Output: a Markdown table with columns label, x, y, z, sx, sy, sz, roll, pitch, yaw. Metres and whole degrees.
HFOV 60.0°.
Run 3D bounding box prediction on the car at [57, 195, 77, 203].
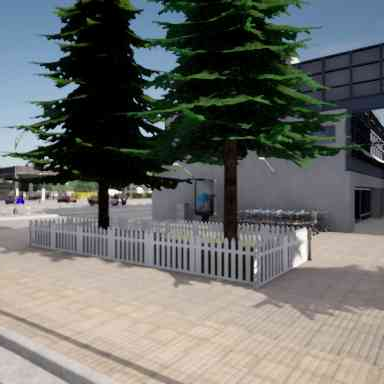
| label | x | y | z | sx | sy | sz | roll | pitch | yaw |
| --- | --- | --- | --- | --- | --- | --- | --- | --- | --- |
| car | -24.440 | 1.426 | 65.131 | 4.514 | 1.523 | 2.007 | 0 | 0 | 36 |

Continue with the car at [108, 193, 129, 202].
| label | x | y | z | sx | sy | sz | roll | pitch | yaw |
| --- | --- | --- | --- | --- | --- | --- | --- | --- | --- |
| car | -16.519 | 1.223 | 74.770 | 4.605 | 1.855 | 1.932 | 0 | 0 | 36 |

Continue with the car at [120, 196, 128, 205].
| label | x | y | z | sx | sy | sz | roll | pitch | yaw |
| --- | --- | --- | --- | --- | --- | --- | --- | --- | --- |
| car | -11.879 | 1.165 | 51.651 | 3.866 | 1.878 | 1.905 | 0 | 0 | 36 |

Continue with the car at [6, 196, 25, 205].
| label | x | y | z | sx | sy | sz | roll | pitch | yaw |
| --- | --- | --- | --- | --- | --- | --- | --- | --- | --- |
| car | -30.368 | 1.447 | 57.086 | 3.633 | 1.501 | 1.845 | 0 | 0 | 36 |

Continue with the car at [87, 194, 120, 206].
| label | x | y | z | sx | sy | sz | roll | pitch | yaw |
| --- | --- | --- | --- | --- | --- | --- | --- | --- | --- |
| car | -13.260 | 1.184 | 49.061 | 4.605 | 1.855 | 1.932 | 0 | 0 | 36 |

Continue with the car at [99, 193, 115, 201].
| label | x | y | z | sx | sy | sz | roll | pitch | yaw |
| --- | --- | --- | --- | --- | --- | --- | --- | --- | --- |
| car | -20.934 | 1.220 | 82.065 | 3.866 | 1.878 | 1.905 | 0 | 0 | 36 |

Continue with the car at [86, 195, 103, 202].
| label | x | y | z | sx | sy | sz | roll | pitch | yaw |
| --- | --- | --- | --- | --- | --- | --- | --- | --- | --- |
| car | -23.388 | 1.506 | 79.741 | 3.806 | 1.475 | 1.970 | 0 | 0 | 36 |
